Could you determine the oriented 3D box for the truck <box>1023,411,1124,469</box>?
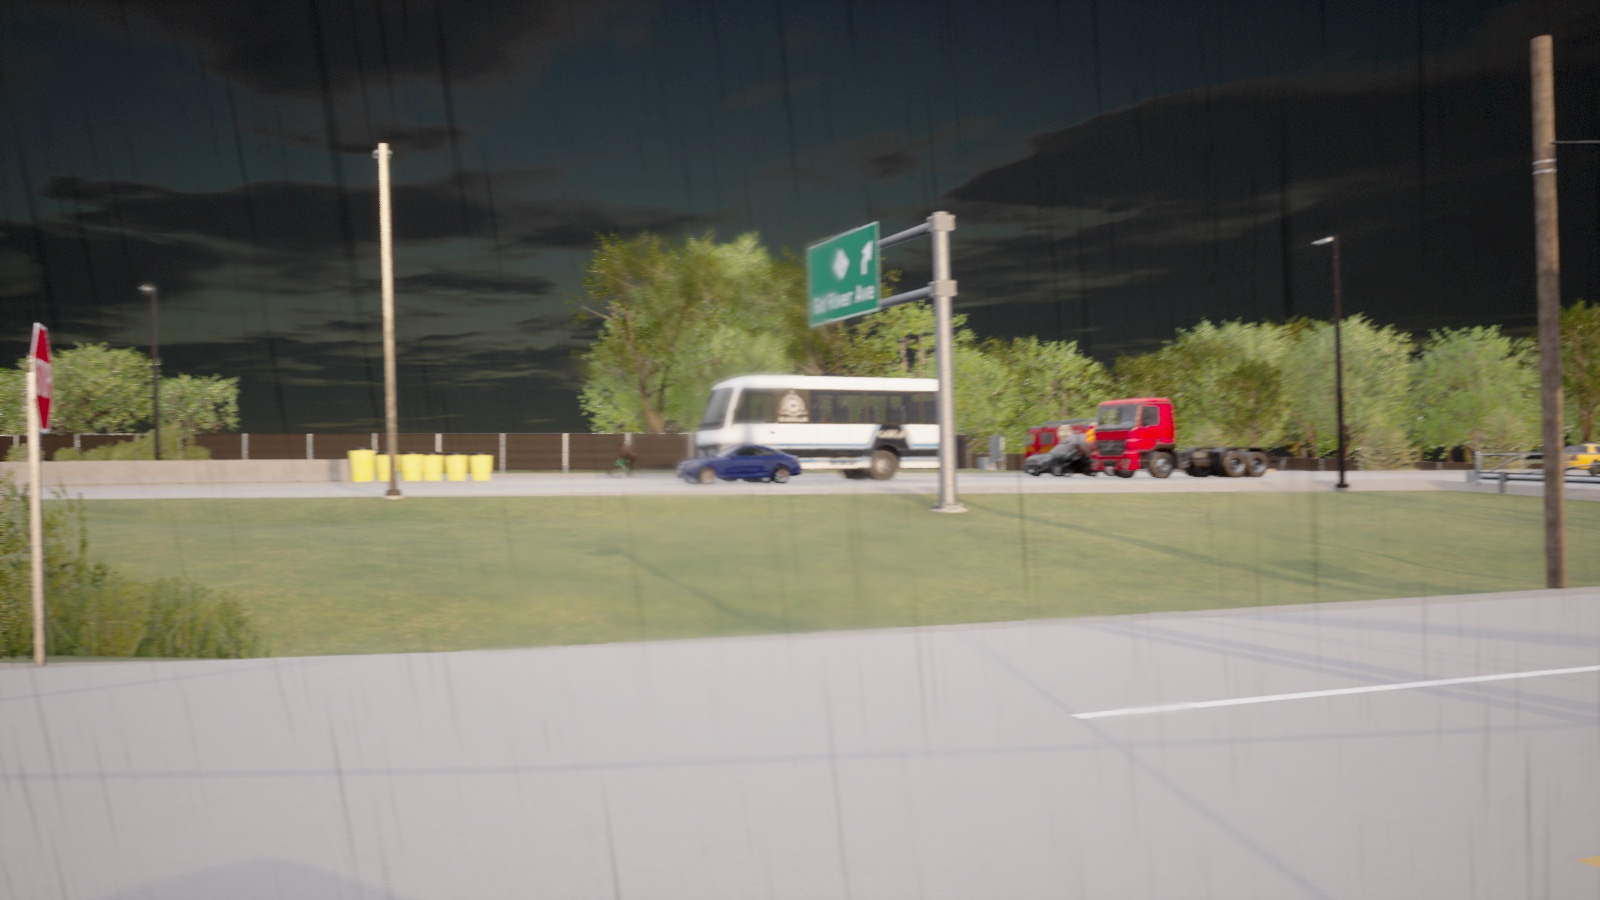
[{"bbox_3d":[20.119,-0.678,93.076,2.891,3.827,8.468,-3,-1,-22],"label":"truck"}]

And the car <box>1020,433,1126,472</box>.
[{"bbox_3d":[13.165,0.135,60.559,4.553,1.767,2.097,-1,-1,-22],"label":"car"}]

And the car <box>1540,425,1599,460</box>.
[{"bbox_3d":[37.185,-0.353,58.479,5.366,1.575,1.801,-1,-1,-23],"label":"car"}]

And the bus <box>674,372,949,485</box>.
[{"bbox_3d":[0.472,-0.870,50.796,10.273,4.253,3.944,-1,-1,-23],"label":"bus"}]

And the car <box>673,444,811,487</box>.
[{"bbox_3d":[-2.112,0.551,45.901,4.674,1.442,1.812,-1,-1,-23],"label":"car"}]

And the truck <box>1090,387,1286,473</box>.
[{"bbox_3d":[16.615,-0.861,53.720,7.936,3.462,2.891,-1,-1,-23],"label":"truck"}]

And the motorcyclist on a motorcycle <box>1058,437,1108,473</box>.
[{"bbox_3d":[12.581,0.227,55.811,2.044,1.523,0.797,-1,-1,-23],"label":"motorcyclist on a motorcycle"}]
